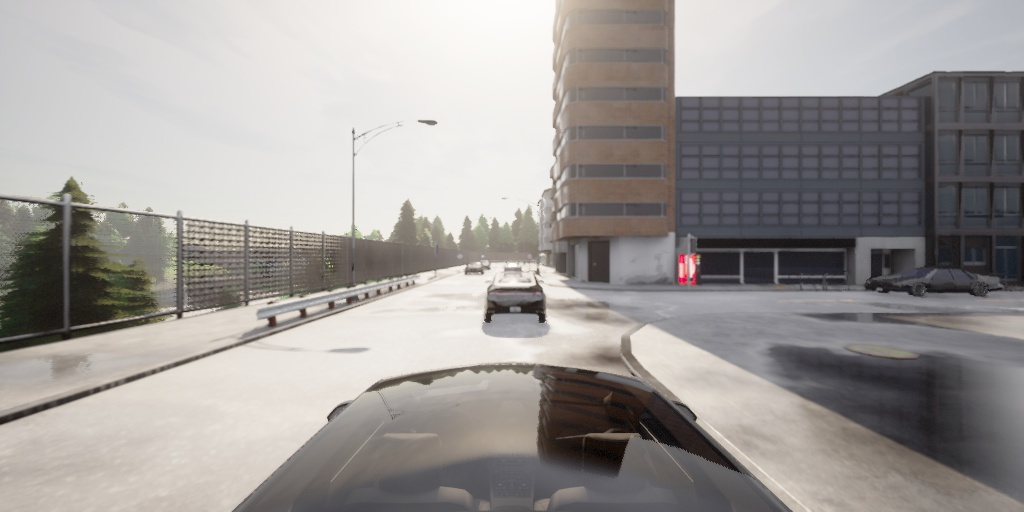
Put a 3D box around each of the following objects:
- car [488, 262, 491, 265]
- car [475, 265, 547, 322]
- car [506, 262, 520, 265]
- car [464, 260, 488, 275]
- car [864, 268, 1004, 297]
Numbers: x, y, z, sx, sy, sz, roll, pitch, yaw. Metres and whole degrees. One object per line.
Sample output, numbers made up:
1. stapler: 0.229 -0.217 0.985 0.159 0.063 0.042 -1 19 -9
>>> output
1. car: -4.063 1.334 52.448 2.033 1.411 5.357 0 0 1
2. car: 0.093 1.251 12.280 2.128 1.511 4.902 0 0 0
3. car: 0.088 1.322 35.818 2.033 1.411 5.357 0 0 0
4. car: -4.093 1.342 39.955 1.994 1.385 4.181 0 0 0
5. car: 21.367 1.310 18.255 5.357 1.411 2.033 0 0 0
